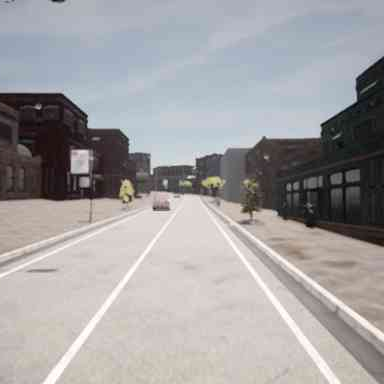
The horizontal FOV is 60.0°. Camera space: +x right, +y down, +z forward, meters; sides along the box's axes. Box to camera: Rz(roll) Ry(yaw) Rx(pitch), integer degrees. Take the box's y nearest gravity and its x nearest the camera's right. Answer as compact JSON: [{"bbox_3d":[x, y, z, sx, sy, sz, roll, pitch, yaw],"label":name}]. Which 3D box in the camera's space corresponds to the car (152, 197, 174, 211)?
[{"bbox_3d":[-3.570,1.514,39.298,1.994,1.385,4.181,0,0,0],"label":"car"}]

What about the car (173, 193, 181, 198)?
[{"bbox_3d":[-3.514,1.027,80.050,1.837,1.490,4.892,0,1,0],"label":"car"}]
